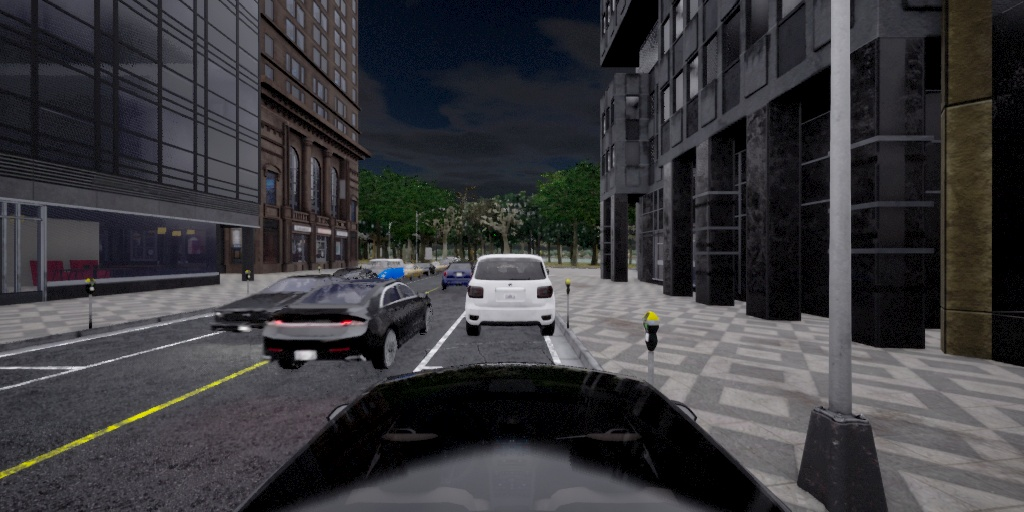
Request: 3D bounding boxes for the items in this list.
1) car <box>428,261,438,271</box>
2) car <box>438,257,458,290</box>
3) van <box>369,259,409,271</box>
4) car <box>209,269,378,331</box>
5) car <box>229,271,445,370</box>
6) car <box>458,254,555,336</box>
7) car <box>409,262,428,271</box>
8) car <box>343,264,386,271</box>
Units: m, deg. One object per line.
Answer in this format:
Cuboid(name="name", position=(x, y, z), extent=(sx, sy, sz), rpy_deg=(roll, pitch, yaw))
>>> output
Cuboid(name="car", position=(-8.908, 1.322, 36.298), extent=(1.948, 1.339, 4.313), rpy_deg=(0, 0, 0))
Cuboid(name="car", position=(-3.047, 1.103, 22.785), extent=(2.097, 1.767, 4.553), rpy_deg=(0, 0, 0))
Cuboid(name="van", position=(-8.908, 1.093, 25.423), extent=(1.690, 1.789, 3.998), rpy_deg=(0, 0, 0))
Cuboid(name="car", position=(-6.245, 1.297, 11.007), extent=(2.033, 1.411, 5.357), rpy_deg=(0, 0, 0))
Cuboid(name="car", position=(-3.045, 1.242, 7.711), extent=(2.128, 1.511, 4.902), rpy_deg=(0, 0, 0))
Cuboid(name="car", position=(-0.039, 0.971, 10.530), extent=(2.150, 2.045, 5.566), rpy_deg=(0, 0, 0))
Cuboid(name="car", position=(-8.908, 1.280, 30.691), extent=(1.751, 1.417, 4.829), rpy_deg=(0, 0, 0))
Cuboid(name="car", position=(-8.908, 1.317, 19.986), extent=(1.948, 1.339, 4.313), rpy_deg=(0, 0, 0))
